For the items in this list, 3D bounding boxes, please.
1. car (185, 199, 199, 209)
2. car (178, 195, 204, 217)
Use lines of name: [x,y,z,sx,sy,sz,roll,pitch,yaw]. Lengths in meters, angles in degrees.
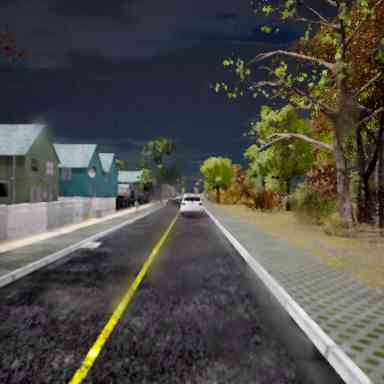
car: [-0.047,1.761,51.167,2.033,1.411,5.357,0,0,-1]
car: [0.011,1.353,33.583,2.150,2.045,5.566,0,-1,0]
